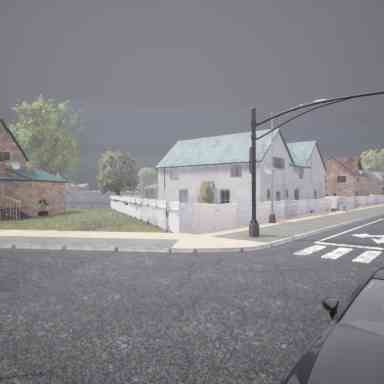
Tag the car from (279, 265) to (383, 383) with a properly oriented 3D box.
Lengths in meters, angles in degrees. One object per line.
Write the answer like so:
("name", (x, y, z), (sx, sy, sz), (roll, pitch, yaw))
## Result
("car", (2.506, 1.524, 3.367), (1.812, 1.442, 4.674), (0, 0, 41))
